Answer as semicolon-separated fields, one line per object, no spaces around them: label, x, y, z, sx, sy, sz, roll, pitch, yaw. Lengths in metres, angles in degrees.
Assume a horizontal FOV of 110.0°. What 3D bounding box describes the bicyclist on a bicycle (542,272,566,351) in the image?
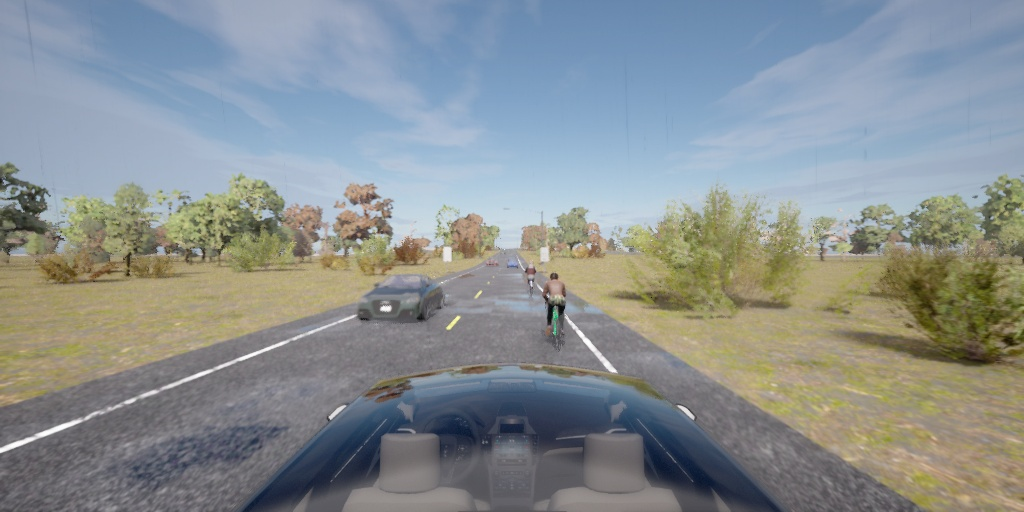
bicyclist on a bicycle;0.965;1.202;8.039;0.582;1.620;1.656;0;0;0

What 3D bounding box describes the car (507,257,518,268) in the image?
car;0.115;1.244;59.392;2.033;1.411;5.357;0;1;0

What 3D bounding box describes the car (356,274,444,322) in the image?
car;-3.597;1.313;12.221;1.994;1.385;4.181;0;0;0

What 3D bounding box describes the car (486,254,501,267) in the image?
car;-3.528;0.986;64.025;2.097;1.767;4.553;0;1;1

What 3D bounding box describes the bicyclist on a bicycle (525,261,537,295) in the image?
bicyclist on a bicycle;0.968;1.119;18.640;0.659;1.776;1.843;0;0;0
